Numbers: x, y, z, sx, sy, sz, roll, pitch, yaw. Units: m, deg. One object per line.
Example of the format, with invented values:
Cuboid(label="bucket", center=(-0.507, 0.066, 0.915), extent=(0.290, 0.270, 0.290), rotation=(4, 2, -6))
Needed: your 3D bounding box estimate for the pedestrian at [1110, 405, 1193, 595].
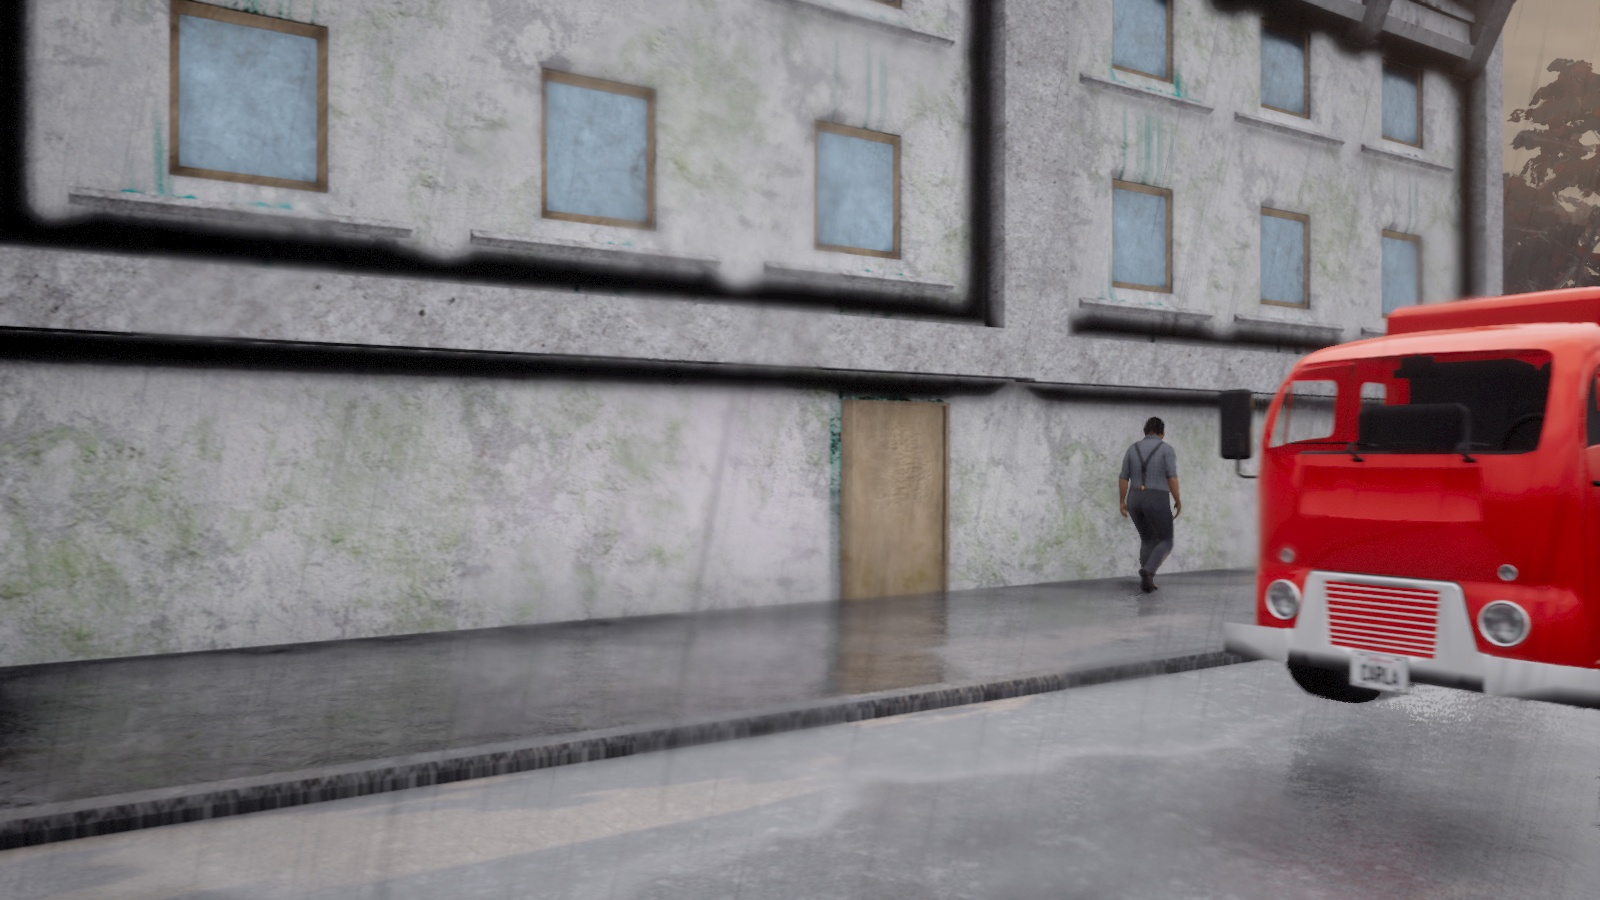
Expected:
Cuboid(label="pedestrian", center=(3.540, 0.486, 12.645), extent=(0.540, 1.848, 0.694), rotation=(0, 0, 44))

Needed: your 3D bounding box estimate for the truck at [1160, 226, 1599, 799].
Cuboid(label="truck", center=(4.993, 0.272, 7.746), extent=(5.204, 2.467, 2.627), rotation=(0, 0, -35))
